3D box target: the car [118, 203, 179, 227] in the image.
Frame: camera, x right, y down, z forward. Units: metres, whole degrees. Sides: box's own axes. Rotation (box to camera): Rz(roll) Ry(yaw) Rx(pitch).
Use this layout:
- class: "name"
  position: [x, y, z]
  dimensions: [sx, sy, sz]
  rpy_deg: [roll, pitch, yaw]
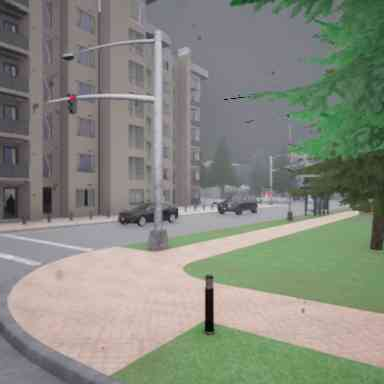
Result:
- class: "car"
  position: [-2.995, 1.500, 23.606]
  dimensions: [1.882, 1.535, 5.008]
  rpy_deg: [0, 0, 37]

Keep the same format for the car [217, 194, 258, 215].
- class: "car"
  position: [4.783, 1.244, 34.072]
  dimensions: [2.150, 2.045, 5.566]
  rpy_deg: [0, 0, 37]
